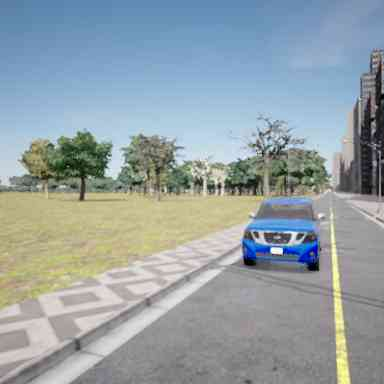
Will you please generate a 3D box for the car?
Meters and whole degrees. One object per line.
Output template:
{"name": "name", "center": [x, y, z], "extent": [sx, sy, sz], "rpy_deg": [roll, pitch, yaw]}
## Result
{"name": "car", "center": [3.351, 1.241, 11.608], "extent": [2.150, 2.045, 5.566], "rpy_deg": [0, 0, 22]}
